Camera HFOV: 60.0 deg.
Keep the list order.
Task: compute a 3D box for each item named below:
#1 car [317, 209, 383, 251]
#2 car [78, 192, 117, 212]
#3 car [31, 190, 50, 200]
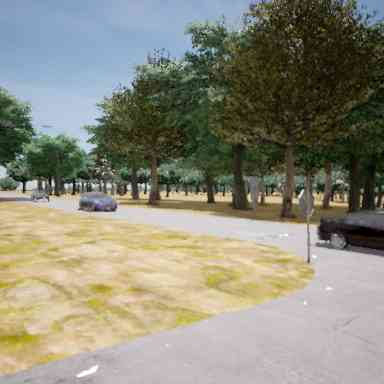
[{"bbox_3d":[7.171,1.445,12.131,1.882,1.535,5.008,-1,2,-43],"label":"car"},{"bbox_3d":[-8.530,0.817,29.972,2.097,1.767,4.553,-1,1,-39],"label":"car"},{"bbox_3d":[-20.978,0.526,45.919,1.837,1.490,4.892,-1,1,-36],"label":"car"}]
